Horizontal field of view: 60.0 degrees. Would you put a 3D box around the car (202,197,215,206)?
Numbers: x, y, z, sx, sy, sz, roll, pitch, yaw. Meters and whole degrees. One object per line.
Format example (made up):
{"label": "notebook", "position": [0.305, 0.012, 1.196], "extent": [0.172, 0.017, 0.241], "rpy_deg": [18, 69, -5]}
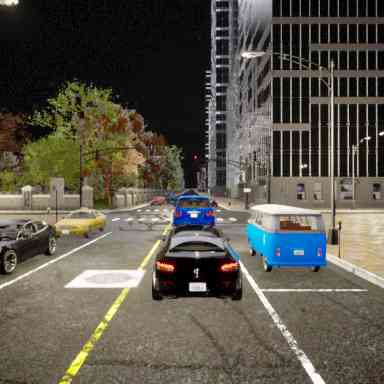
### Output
{"label": "car", "position": [2.684, 1.538, 54.290], "extent": [1.947, 1.339, 4.313], "rpy_deg": [0, 0, 0]}

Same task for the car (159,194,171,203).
{"label": "car", "position": [-5.699, 1.277, 71.335], "extent": [2.192, 1.841, 5.009], "rpy_deg": [0, 0, 0]}

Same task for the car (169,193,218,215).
{"label": "car", "position": [0.098, 1.214, 18.559], "extent": [2.150, 2.045, 5.566], "rpy_deg": [0, 0, 0]}

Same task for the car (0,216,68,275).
{"label": "car", "position": [-5.770, 1.562, 10.481], "extent": [1.947, 1.339, 4.313], "rpy_deg": [0, 0, 0]}

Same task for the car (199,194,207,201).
{"label": "car", "position": [2.680, 1.388, 82.696], "extent": [1.967, 1.590, 4.097], "rpy_deg": [0, 0, 0]}

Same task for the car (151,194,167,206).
{"label": "car", "position": [-5.697, 1.517, 54.286], "extent": [1.887, 1.381, 4.507], "rpy_deg": [0, 0, 0]}

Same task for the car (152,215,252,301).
{"label": "car", "position": [0.102, 1.523, 8.209], "extent": [1.812, 1.442, 4.674], "rpy_deg": [0, 0, 0]}

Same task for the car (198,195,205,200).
{"label": "car", "position": [2.678, 1.453, 94.232], "extent": [1.752, 1.417, 4.829], "rpy_deg": [0, 0, 0]}

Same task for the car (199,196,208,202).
{"label": "car", "position": [2.680, 1.521, 77.015], "extent": [1.947, 1.339, 4.313], "rpy_deg": [0, 0, 0]}

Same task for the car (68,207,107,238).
{"label": "car", "position": [-5.820, 1.518, 17.716], "extent": [1.752, 1.417, 4.829], "rpy_deg": [0, 0, 0]}

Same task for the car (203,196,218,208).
{"label": "car", "position": [2.685, 1.416, 48.610], "extent": [1.967, 1.590, 4.097], "rpy_deg": [0, 0, 0]}

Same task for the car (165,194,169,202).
{"label": "car", "position": [-5.698, 1.520, 59.969], "extent": [2.008, 1.369, 4.403], "rpy_deg": [0, 0, 0]}

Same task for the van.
{"label": "van", "position": [2.773, 1.337, 10.484], "extent": [1.690, 1.788, 3.998], "rpy_deg": [0, 0, 0]}

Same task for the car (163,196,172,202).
{"label": "car", "position": [-5.701, 1.538, 77.017], "extent": [1.802, 1.307, 4.206], "rpy_deg": [0, 0, 0]}
